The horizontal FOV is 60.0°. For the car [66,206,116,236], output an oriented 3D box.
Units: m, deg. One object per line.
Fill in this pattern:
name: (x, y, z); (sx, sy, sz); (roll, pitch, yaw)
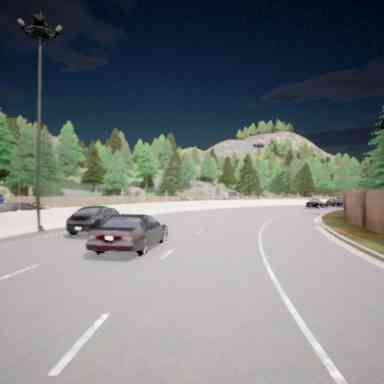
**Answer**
car: (-4.982, 1.516, 18.225); (1.837, 1.490, 4.892); (0, 0, 11)

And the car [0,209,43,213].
car: (-11.662, 1.421, 21.361); (1.882, 1.535, 5.008); (0, 0, 13)

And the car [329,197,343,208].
car: (25.888, 2.057, 60.778); (1.837, 1.490, 4.892); (0, 0, 44)

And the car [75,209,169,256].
car: (-2.353, 1.572, 13.383); (2.033, 1.411, 5.357); (1, 0, 9)

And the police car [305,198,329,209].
police car: (20.214, 1.883, 54.358); (1.930, 1.638, 5.238); (1, 0, 39)
